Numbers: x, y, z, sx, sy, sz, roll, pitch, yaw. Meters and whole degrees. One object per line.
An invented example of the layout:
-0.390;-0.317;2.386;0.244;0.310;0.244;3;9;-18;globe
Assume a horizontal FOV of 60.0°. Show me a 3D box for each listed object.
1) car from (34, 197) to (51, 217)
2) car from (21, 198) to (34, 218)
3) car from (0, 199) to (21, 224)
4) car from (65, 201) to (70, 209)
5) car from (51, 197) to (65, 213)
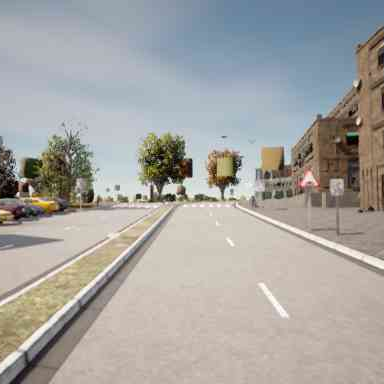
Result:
-14.390;1.290;26.613;4.892;1.521;2.231;0;1;0;car
-14.417;1.350;23.862;4.792;1.488;2.163;0;0;0;car
-14.207;1.342;21.102;5.366;1.575;1.946;0;0;0;car
-14.368;1.224;32.120;4.892;1.521;2.231;0;1;0;car
-14.374;1.257;29.366;5.008;1.535;2.097;0;1;0;car
